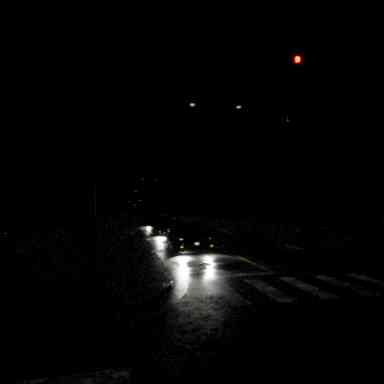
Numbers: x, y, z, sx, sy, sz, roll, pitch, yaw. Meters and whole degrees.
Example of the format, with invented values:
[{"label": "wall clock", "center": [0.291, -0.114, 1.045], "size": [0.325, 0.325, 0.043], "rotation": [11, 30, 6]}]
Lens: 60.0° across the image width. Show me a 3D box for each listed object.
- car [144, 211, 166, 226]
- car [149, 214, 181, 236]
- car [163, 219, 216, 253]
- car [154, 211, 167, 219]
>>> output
[{"label": "car", "center": [-4.582, 3.310, 39.516], "size": [1.994, 1.385, 4.181], "rotation": [0, -2, -12]}, {"label": "car", "center": [-2.111, 2.750, 27.202], "size": [1.994, 1.385, 4.181], "rotation": [0, -2, -12]}, {"label": "car", "center": [-0.155, 2.312, 17.472], "size": [1.994, 1.385, 4.181], "rotation": [0, -2, -11]}, {"label": "car", "center": [-5.820, 4.292, 61.834], "size": [1.994, 1.385, 4.181], "rotation": [0, -3, -11]}]
